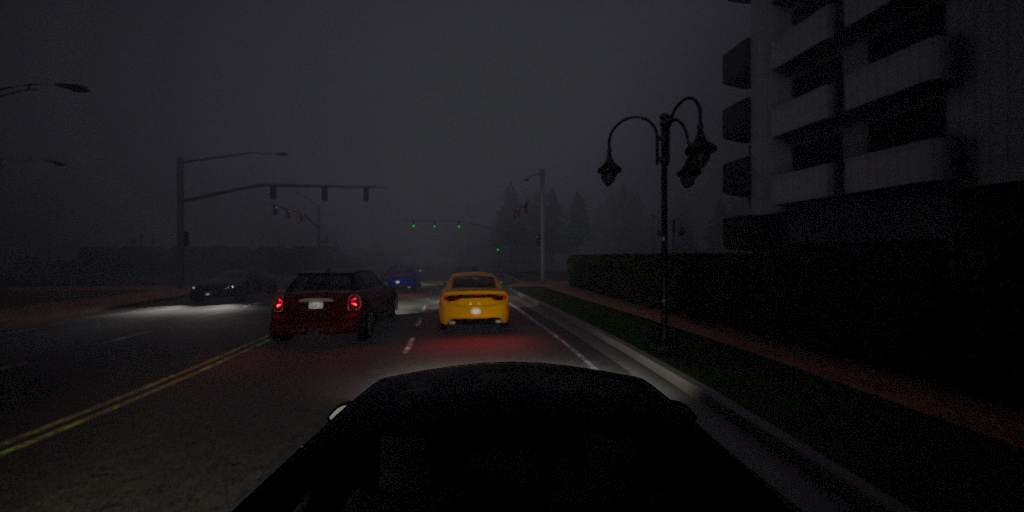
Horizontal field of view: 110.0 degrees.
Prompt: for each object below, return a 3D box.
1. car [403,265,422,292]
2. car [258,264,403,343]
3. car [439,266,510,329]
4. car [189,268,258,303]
[{"bbox_3d":[-6.550,1.247,21.585,1.882,1.535,5.008,0,0,-10],"label":"car"},{"bbox_3d":[-4.610,1.114,10.012,2.097,1.767,4.553,0,0,-8],"label":"car"},{"bbox_3d":[-1.254,1.234,11.405,1.882,1.535,5.008,0,0,-8],"label":"car"},{"bbox_3d":[-12.938,1.303,17.045,1.812,1.442,4.674,0,0,-10],"label":"car"}]
